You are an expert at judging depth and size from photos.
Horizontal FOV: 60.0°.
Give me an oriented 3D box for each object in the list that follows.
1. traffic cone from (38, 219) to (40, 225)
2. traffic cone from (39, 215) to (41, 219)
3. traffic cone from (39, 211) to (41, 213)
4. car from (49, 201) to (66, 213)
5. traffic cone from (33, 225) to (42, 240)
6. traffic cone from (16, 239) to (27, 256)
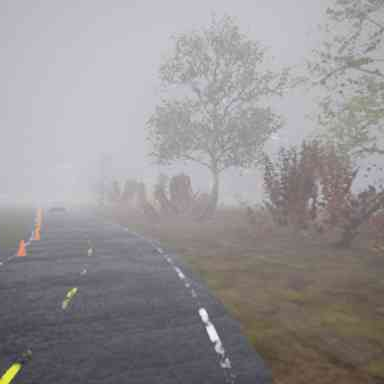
[{"bbox_3d":[-9.929,2.199,21.634,0.340,0.580,0.340,0,-1,-24],"label":"traffic cone"},{"bbox_3d":[-11.992,2.248,26.189,0.340,0.580,0.340,0,-1,-24],"label":"traffic cone"},{"bbox_3d":[-14.054,2.297,30.743,0.340,0.580,0.340,0,-1,-24],"label":"traffic cone"},{"bbox_3d":[-18.007,1.962,44.489,1.882,1.535,5.008,0,-1,-24],"label":"car"},{"bbox_3d":[-7.984,2.150,17.170,0.340,0.580,0.340,0,-1,-21],"label":"traffic cone"},{"bbox_3d":[-6.454,2.101,12.654,0.340,0.580,0.340,0,-1,-16],"label":"traffic cone"}]
